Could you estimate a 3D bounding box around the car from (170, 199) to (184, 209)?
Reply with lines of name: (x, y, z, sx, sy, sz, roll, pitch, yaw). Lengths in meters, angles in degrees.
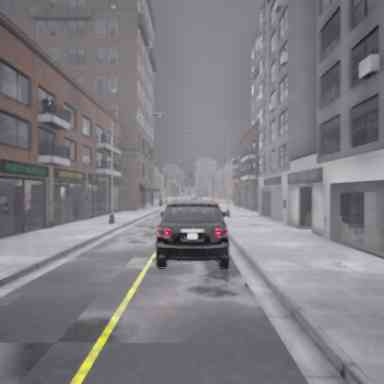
car: (-2.262, 1.791, 51.832, 1.994, 1.385, 4.181, 0, 0, 0)

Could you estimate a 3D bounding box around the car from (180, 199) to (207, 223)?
car: (0.191, 1.469, 27.566, 2.097, 1.767, 4.553, 0, 0, 2)

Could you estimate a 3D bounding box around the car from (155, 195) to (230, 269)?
car: (0.042, 1.269, 11.522, 2.150, 2.045, 5.566, 0, 0, 1)
